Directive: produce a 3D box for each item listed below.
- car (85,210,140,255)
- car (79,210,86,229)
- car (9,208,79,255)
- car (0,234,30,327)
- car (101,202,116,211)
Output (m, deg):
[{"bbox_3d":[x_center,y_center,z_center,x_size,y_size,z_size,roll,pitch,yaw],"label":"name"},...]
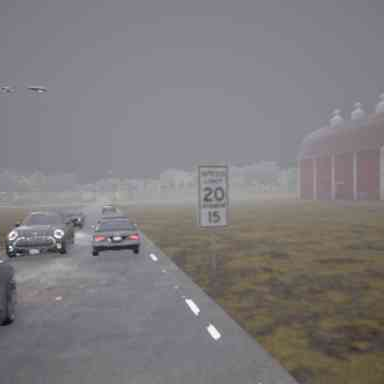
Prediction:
[{"bbox_3d":[-3.332,1.769,14.476,2.033,1.411,5.357,-1,-1,-14],"label":"car"},{"bbox_3d":[-9.121,2.057,25.215,1.895,1.301,4.718,-1,-1,-14],"label":"car"},{"bbox_3d":[-6.340,1.636,14.400,2.097,1.767,4.553,-1,-1,-14],"label":"car"},{"bbox_3d":[-3.759,1.653,4.550,1.812,1.442,4.674,-1,-1,-15],"label":"car"},{"bbox_3d":[-11.932,2.216,47.806,2.128,1.511,4.902,-1,0,-15],"label":"car"}]
